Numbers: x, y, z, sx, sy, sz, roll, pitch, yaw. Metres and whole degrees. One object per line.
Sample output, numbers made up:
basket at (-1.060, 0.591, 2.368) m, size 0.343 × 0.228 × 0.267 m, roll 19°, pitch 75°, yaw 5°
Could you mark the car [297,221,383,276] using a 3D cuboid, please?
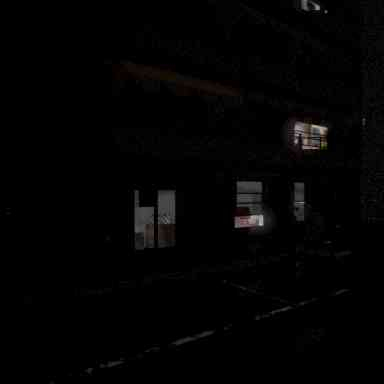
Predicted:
car at (5.055, 1.582, 10.245) m, size 4.206 × 1.307 × 1.802 m, roll 0°, pitch 0°, yaw -36°
